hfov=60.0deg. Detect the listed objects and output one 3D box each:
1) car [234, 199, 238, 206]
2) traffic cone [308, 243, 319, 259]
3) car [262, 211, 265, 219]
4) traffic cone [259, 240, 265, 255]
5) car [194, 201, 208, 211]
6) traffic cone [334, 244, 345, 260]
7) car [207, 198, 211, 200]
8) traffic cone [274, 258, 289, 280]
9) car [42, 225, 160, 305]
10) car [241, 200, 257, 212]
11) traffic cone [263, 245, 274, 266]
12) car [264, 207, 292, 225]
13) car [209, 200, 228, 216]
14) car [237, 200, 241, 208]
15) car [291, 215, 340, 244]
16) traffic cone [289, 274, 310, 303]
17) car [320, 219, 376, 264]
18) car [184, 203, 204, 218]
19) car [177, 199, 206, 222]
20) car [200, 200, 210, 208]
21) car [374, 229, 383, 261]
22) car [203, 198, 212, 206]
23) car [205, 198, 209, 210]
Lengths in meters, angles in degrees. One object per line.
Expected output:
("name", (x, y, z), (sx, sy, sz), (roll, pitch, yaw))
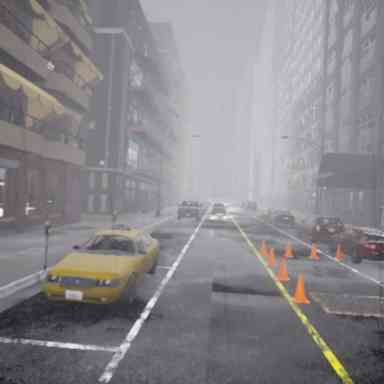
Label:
("car", (12.874, 3.105, 92.311), (1.967, 1.590, 4.097), (4, -1, 4))
("traffic cone", (4.907, 2.355, 13.378), (0.340, 0.580, 0.340), (3, -1, 4))
("car", (8.626, 2.365, 36.133), (1.752, 1.417, 4.829), (4, -1, 4))
("traffic cone", (2.915, 2.259, 13.529), (0.340, 0.580, 0.340), (3, -1, 4))
("car", (1.541, 2.253, 53.505), (1.947, 1.339, 4.313), (4, -1, 4))
("traffic cone", (5.900, 2.397, 13.307), (0.340, 0.580, 0.340), (1, -1, 5))
("car", (2.393, 2.398, 64.776), (1.887, 1.381, 4.507), (4, -1, 4))
("traffic cone", (2.614, 2.197, 9.542), (0.340, 0.580, 0.340), (3, -1, 4))
("car", (-1.873, 1.531, 8.257), (1.752, 1.417, 4.829), (4, -1, 4))
("car", (10.328, 2.488, 58.505), (2.192, 1.841, 5.009), (4, -1, 4))
("traffic cone", (2.764, 2.228, 11.535), (0.340, 0.580, 0.340), (3, -1, 4))
("car", (8.185, 2.319, 30.328), (1.947, 1.339, 4.313), (4, -1, 4))
("car", (3.378, 2.156, 42.274), (1.837, 1.490, 4.892), (3, -1, 4))
("car", (11.180, 2.654, 69.774), (2.192, 1.841, 5.009), (4, -1, 4))
("car", (7.342, 2.024, 19.058), (1.967, 1.590, 4.097), (4, -1, 4))
("traffic cone", (2.463, 2.167, 7.547), (0.340, 0.580, 0.340), (3, -1, 4))
("car", (6.907, 2.080, 13.423), (1.802, 1.307, 4.206), (4, -1, 4))
("car", (0.254, 1.957, 36.432), (1.752, 1.417, 4.829), (4, -1, 4))
("car", (-0.145, 1.666, 30.969), (2.192, 1.841, 5.009), (4, -1, 4))
("car", (2.807, 2.458, 70.240), (1.752, 1.417, 4.829), (4, -1, 4))
("car", (6.499, 1.939, 7.958), (1.752, 1.417, 4.829), (4, -1, 4))
("car", (4.110, 2.496, 87.316), (2.192, 1.841, 5.009), (4, -1, 4))
("car", (0.698, 1.959, 42.236), (1.967, 1.590, 4.097), (4, -1, 4))
